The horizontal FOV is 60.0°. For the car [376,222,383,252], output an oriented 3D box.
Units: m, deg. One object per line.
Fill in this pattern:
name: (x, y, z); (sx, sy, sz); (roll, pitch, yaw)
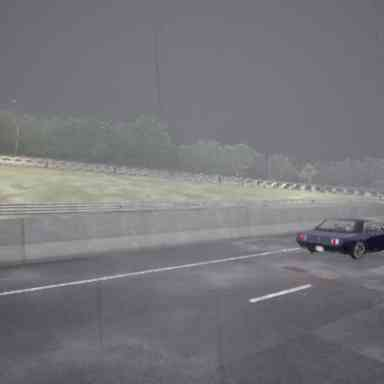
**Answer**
car: (7.747, 1.253, 9.346); (5.566, 2.045, 2.150); (0, 0, -35)

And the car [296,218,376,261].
car: (6.134, 1.631, 12.486); (4.718, 1.301, 1.895); (0, 0, -35)
